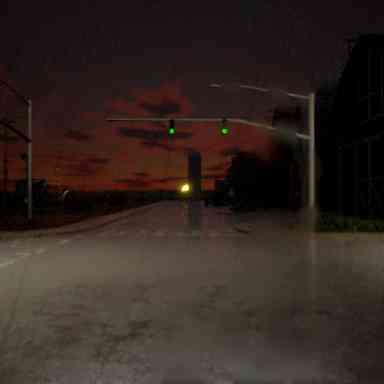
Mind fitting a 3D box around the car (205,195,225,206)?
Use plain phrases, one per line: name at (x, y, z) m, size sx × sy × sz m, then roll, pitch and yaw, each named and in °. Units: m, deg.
car at (4.038, 1.560, 59.725) m, size 1.905 × 1.878 × 3.866 m, roll -7°, pitch 3°, yaw -42°
